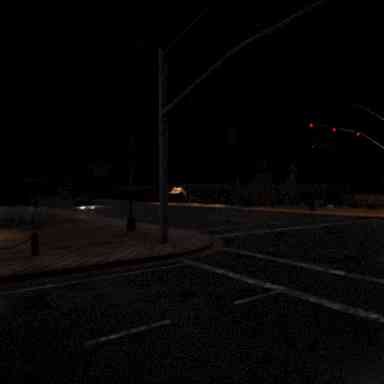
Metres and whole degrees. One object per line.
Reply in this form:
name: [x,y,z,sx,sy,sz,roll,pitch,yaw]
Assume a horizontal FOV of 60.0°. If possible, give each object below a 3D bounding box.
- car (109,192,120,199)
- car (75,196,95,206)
car: [-19.886,0.985,91.455,5.566,2.045,2.150,0,0,-35]
car: [-16.598,1.420,51.197,1.812,1.442,4.674,0,0,-35]
